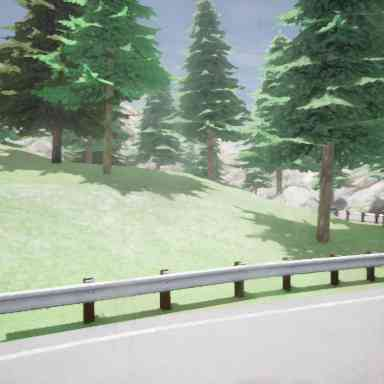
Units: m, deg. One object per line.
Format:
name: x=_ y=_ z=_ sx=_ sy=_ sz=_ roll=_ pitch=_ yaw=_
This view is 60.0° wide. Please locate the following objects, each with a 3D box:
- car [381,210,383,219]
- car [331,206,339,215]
car: x=16.004 y=1.388 z=23.664 sx=2.097 sy=1.767 sz=4.553 roll=0 pitch=0 yaw=-20
car: x=12.550 y=1.598 z=33.090 sx=1.994 sy=1.385 sz=4.181 roll=0 pitch=0 yaw=-20
